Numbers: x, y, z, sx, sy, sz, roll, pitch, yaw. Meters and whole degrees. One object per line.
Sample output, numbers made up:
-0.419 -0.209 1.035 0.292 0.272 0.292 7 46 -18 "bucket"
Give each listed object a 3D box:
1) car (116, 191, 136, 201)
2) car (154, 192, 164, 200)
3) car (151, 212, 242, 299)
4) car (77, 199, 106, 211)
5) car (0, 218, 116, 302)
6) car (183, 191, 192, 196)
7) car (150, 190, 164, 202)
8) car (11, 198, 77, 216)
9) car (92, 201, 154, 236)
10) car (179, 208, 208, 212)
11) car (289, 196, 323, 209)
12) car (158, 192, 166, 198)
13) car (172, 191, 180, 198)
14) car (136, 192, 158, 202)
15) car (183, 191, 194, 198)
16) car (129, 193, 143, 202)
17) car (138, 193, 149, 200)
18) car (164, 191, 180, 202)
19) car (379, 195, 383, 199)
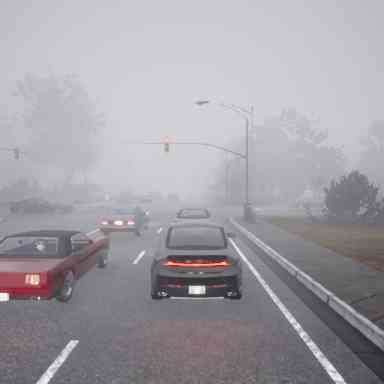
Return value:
-10.688 0.821 53.803 2.150 2.045 5.566 0 0 0 "car"
-7.232 0.876 73.649 1.882 1.535 5.008 0 1 -1 "car"
0.088 1.473 8.321 1.837 1.490 4.892 0 0 0 "car"
-10.408 1.369 33.253 4.718 1.301 1.895 0 0 -3 "car"
-3.412 1.570 8.142 1.895 1.301 4.718 0 0 0 "car"
-1.418 0.464 95.118 2.033 1.411 5.357 0 1 -7 "car"
-7.162 0.733 63.458 2.150 2.045 5.566 0 1 -1 "car"
-13.303 1.275 29.577 5.008 1.535 1.882 0 0 -3 "car"
-3.445 1.442 17.731 2.033 1.411 5.357 0 0 -1 "car"
0.081 1.497 17.634 1.895 1.301 4.718 0 0 0 "car"
13.669 1.218 38.364 4.902 1.511 2.128 0 0 -3 "car"
-7.597 0.780 83.918 1.812 1.442 4.674 0 1 -3 "car"
-4.142 0.601 84.788 2.097 1.767 4.553 0 1 -4 "car"
-7.189 1.151 53.283 2.033 1.411 5.357 0 0 0 "car"
-0.666 0.783 85.241 1.994 1.385 4.181 0 1 -4 "car"
-10.672 0.987 63.690 1.882 1.535 5.008 0 1 0 "car"
-10.737 0.991 73.776 1.895 1.301 4.718 0 1 -1 "car"
-3.536 0.876 62.198 2.097 1.767 4.553 0 1 0 "car"
23.753 0.943 38.952 5.566 2.045 2.150 0 0 -4 "car"
